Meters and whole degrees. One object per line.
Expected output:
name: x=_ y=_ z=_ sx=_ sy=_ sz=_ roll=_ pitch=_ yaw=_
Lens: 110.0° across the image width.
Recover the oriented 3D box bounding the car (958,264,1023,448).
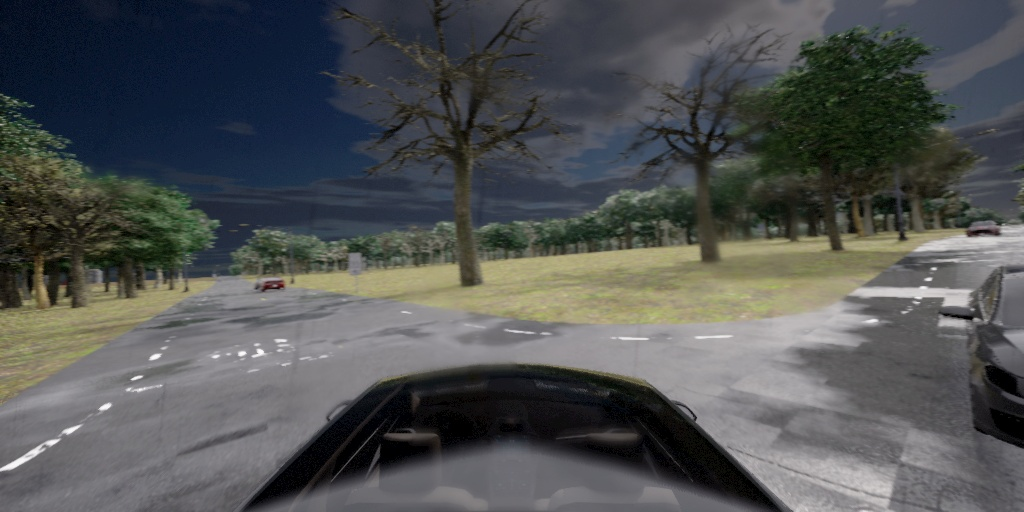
car: x=6.139 y=0.838 z=3.685 sx=4.892 sy=1.490 sz=1.837 roll=-4 pitch=0 yaw=-38

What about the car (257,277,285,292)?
car: x=-25.420 y=2.960 z=38.031 sx=1.882 sy=1.535 sz=5.008 roll=-3 pitch=-1 yaw=-39

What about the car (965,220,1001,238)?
car: x=50.891 y=-2.993 z=38.757 sx=4.553 sy=1.767 sz=2.097 roll=-5 pitch=0 yaw=-33

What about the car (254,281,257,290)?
car: x=-31.953 y=3.546 z=46.192 sx=2.128 sy=1.511 sz=4.902 roll=-3 pitch=-1 yaw=-39
